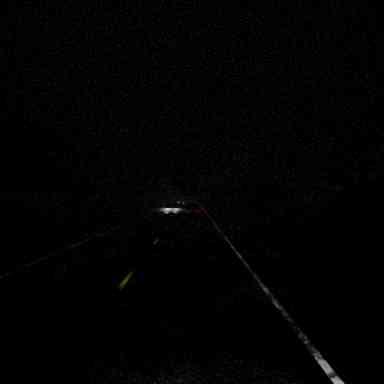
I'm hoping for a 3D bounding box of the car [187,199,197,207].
[{"bbox_3d":[0.008,2.141,66.841,2.033,1.411,5.357,0,0,0],"label":"car"}]

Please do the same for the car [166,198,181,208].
[{"bbox_3d":[-3.531,2.122,58.467,1.895,1.301,4.718,0,0,1],"label":"car"}]

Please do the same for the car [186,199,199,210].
[{"bbox_3d":[0.107,1.995,52.447,1.812,1.442,4.674,0,-1,0],"label":"car"}]
